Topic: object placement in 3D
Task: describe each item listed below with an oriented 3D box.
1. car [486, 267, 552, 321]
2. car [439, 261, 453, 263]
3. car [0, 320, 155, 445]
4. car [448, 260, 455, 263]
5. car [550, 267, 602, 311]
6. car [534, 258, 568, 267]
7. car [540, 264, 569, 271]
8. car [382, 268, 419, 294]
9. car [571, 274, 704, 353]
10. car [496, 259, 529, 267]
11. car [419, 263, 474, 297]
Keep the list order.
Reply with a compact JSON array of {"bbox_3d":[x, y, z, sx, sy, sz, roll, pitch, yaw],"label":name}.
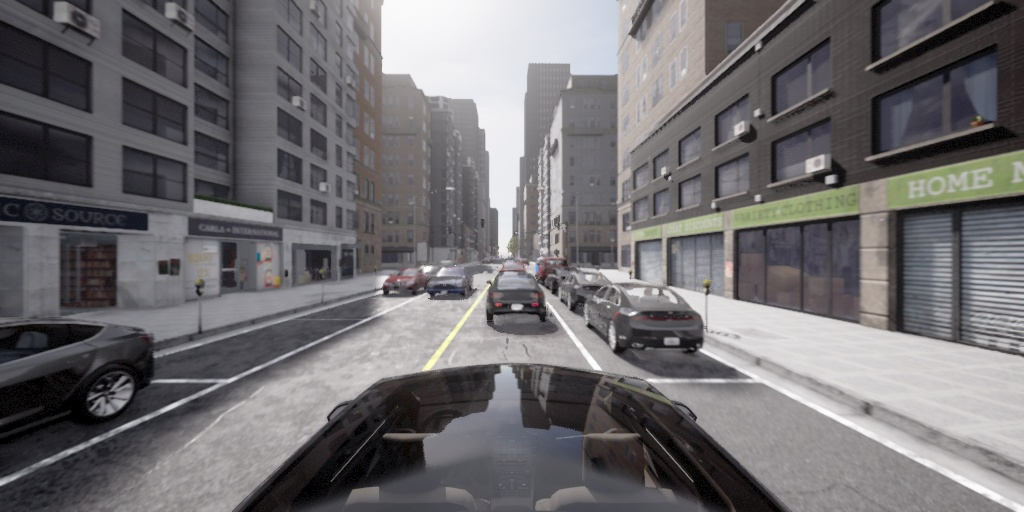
[{"bbox_3d":[0.095,1.259,12.245,1.812,1.442,4.674,0,0,-1],"label":"car"},{"bbox_3d":[-5.667,1.277,25.161,1.948,1.339,4.313,0,0,0],"label":"car"},{"bbox_3d":[-5.668,1.314,3.060,1.948,1.339,4.313,0,0,0],"label":"car"},{"bbox_3d":[-5.667,1.141,30.686,1.967,1.591,4.097,0,0,0],"label":"car"},{"bbox_3d":[2.858,1.280,14.120,2.007,1.370,4.403,0,0,0],"label":"car"},{"bbox_3d":[2.859,1.026,25.167,2.192,1.841,5.009,0,0,0],"label":"car"},{"bbox_3d":[2.858,1.286,19.643,1.948,1.339,4.313,0,0,0],"label":"car"},{"bbox_3d":[-5.667,1.302,19.636,1.802,1.307,4.207,0,0,0],"label":"car"},{"bbox_3d":[2.858,1.289,8.596,2.007,1.370,4.403,0,0,0],"label":"car"},{"bbox_3d":[0.098,1.191,23.511,1.882,1.535,5.008,0,0,0],"label":"car"},{"bbox_3d":[-3.099,1.268,19.064,2.033,1.411,5.357,0,0,0],"label":"car"}]
